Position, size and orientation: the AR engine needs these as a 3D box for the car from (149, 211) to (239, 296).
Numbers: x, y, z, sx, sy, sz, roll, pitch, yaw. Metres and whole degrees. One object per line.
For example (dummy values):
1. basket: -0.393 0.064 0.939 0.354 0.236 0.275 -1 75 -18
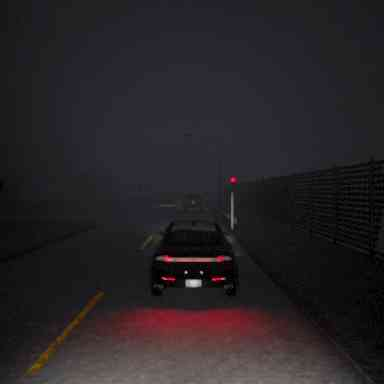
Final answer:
1. car: 0.051 1.479 8.597 2.128 1.511 4.902 0 0 1

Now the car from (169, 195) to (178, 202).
1. car: -3.973 1.397 72.571 1.837 1.490 4.892 0 0 0

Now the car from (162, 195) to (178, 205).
1. car: -4.051 1.466 57.077 2.033 1.411 5.357 0 0 0

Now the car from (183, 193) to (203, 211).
1. car: 0.113 1.167 38.172 2.150 2.045 5.566 0 0 0
